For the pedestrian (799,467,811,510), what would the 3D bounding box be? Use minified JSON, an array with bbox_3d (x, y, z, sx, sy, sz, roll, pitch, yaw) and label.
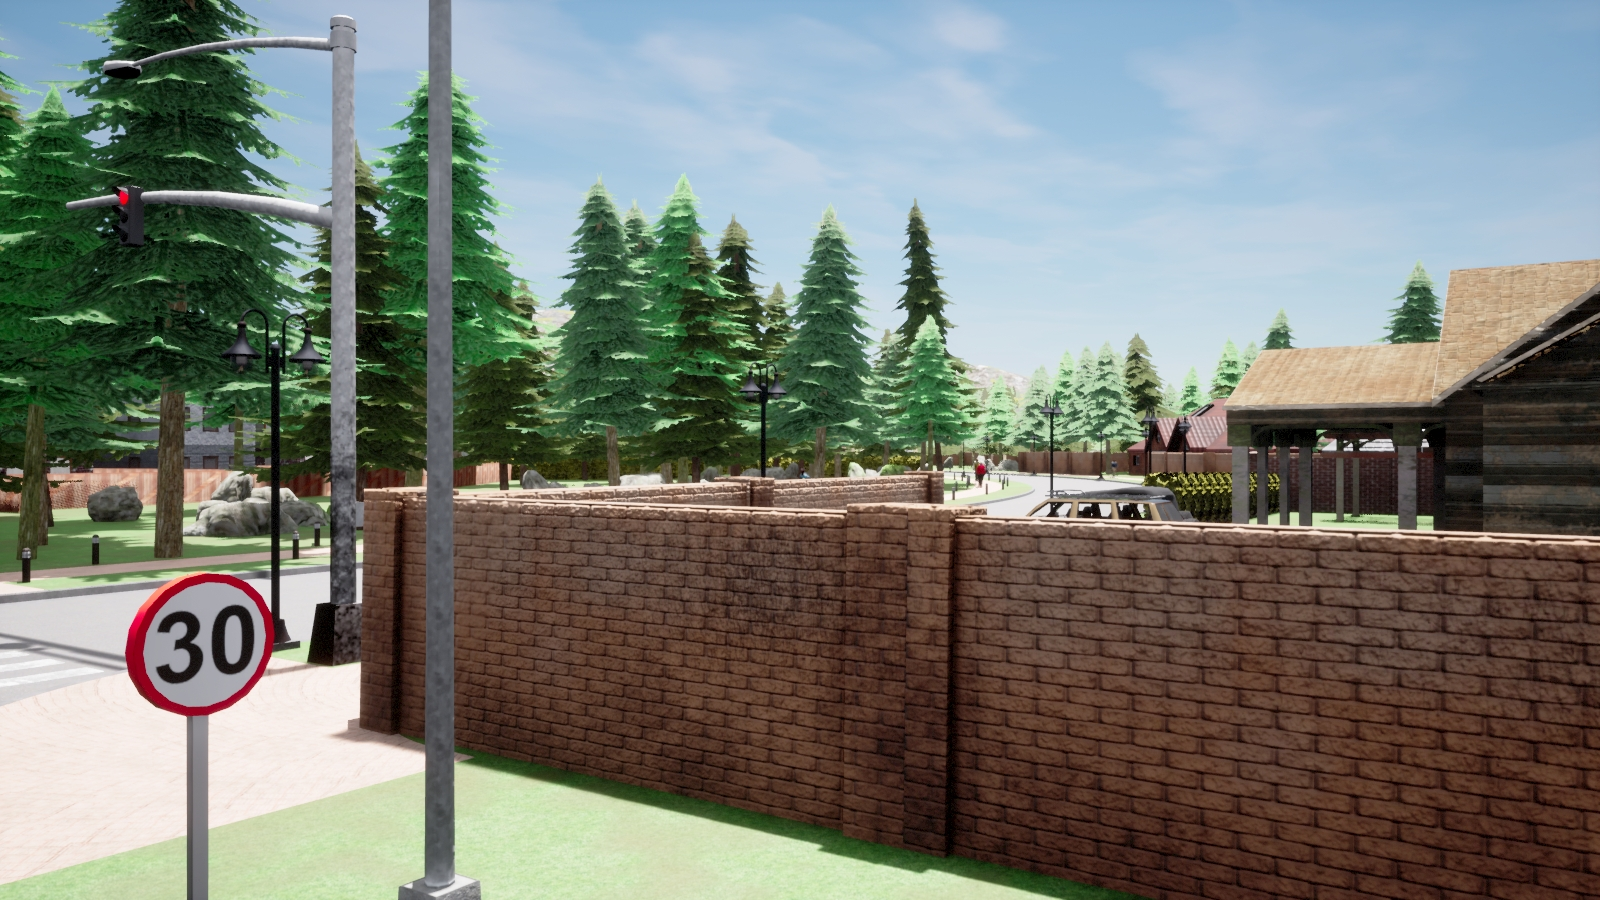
[{"bbox_3d":[0.206,1.646,48.986,0.375,1.860,0.375,0,0,34],"label":"pedestrian"}]
